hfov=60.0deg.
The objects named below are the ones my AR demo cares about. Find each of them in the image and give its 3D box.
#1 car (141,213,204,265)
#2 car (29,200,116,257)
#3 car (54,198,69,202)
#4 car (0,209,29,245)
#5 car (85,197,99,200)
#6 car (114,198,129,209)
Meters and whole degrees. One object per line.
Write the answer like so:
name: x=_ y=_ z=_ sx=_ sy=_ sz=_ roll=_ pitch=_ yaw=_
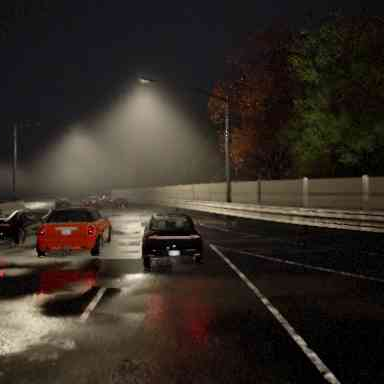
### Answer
car: x=-0.756 y=1.495 z=11.706 sx=2.128 sy=1.511 sz=4.902 roll=0 pitch=0 yaw=-6
car: x=-4.483 y=1.369 z=13.288 sx=2.097 sy=1.767 sz=4.553 roll=0 pitch=0 yaw=-7
car: x=-17.569 y=1.557 z=45.181 sx=2.128 sy=1.511 sz=4.902 roll=0 pitch=0 yaw=-25
car: x=-8.314 y=1.522 z=15.348 sx=2.128 sy=1.511 sz=4.902 roll=0 pitch=0 yaw=-9
car: x=-13.461 y=1.403 z=44.631 sx=2.097 sy=1.767 sz=4.553 roll=0 pitch=0 yaw=-23
car: x=-9.830 y=1.542 z=45.057 sx=1.837 sy=1.490 sz=4.892 roll=0 pitch=0 yaw=-23
